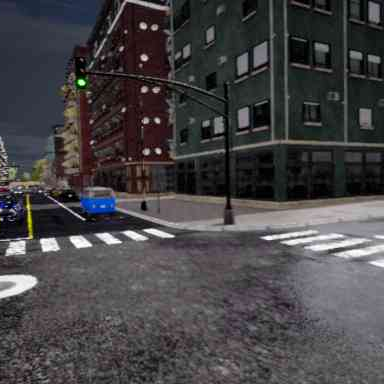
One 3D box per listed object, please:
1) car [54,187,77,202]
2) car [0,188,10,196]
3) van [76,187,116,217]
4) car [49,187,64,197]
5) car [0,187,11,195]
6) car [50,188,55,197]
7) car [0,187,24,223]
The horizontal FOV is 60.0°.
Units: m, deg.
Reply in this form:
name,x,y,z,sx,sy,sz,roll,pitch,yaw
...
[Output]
name,x,y,z,sx,sy,sz,roll,pitch,yaw
car,-13.614,0.369,36.606,1.947,1.339,4.313,-3,3,-26
car,-33.119,-0.044,58.281,1.802,1.307,4.206,-3,3,-26
van,-6.155,0.581,21.551,1.690,1.788,3.998,-3,3,-26
car,-21.077,-0.057,51.653,1.802,1.307,4.206,-3,3,-26
car,-35.608,-0.209,63.296,1.947,1.339,4.313,-3,3,-26
car,-18.666,0.030,46.788,1.752,1.417,4.829,-3,3,-26
car,-10.946,0.797,19.260,2.097,1.767,4.553,-3,3,-26
